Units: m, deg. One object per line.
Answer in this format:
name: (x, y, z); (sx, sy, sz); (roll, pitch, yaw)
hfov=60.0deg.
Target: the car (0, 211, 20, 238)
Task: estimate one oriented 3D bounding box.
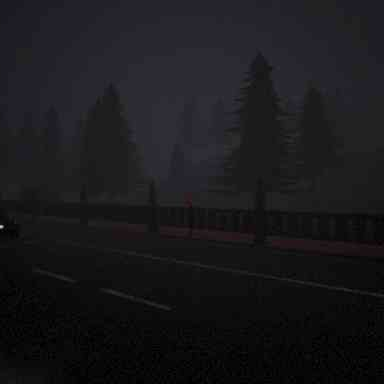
car: (-10.215, 1.540, 16.270); (4.181, 1.385, 1.994); (0, 0, 38)
